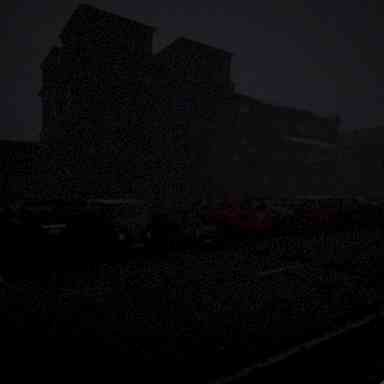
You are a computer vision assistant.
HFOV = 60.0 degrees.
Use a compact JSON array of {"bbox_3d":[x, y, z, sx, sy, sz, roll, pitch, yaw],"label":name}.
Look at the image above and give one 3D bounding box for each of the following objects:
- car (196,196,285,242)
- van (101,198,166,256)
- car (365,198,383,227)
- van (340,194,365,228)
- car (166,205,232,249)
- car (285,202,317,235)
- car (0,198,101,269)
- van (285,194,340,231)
[{"bbox_3d":[1.417,1.214,16.386,2.435,2.045,5.566,0,0,-35],"label":"car"},{"bbox_3d":[-3.061,1.250,13.087,1.878,1.987,4.442,0,0,-35],"label":"van"},{"bbox_3d":[10.658,1.168,22.776,2.435,2.045,5.566,0,0,-35],"label":"car"},{"bbox_3d":[8.200,1.208,21.233,1.878,1.987,4.442,0,0,-35],"label":"van"},{"bbox_3d":[-0.727,1.501,14.823,2.163,1.488,4.792,0,0,-35],"label":"car"},{"bbox_3d":[3.816,1.457,18.018,2.231,1.521,4.892,-1,0,-35],"label":"car"},{"bbox_3d":[-5.422,1.228,11.619,2.435,2.045,5.566,0,0,-35],"label":"car"},{"bbox_3d":[6.024,1.221,19.713,1.878,1.987,4.442,0,0,-35],"label":"van"}]
